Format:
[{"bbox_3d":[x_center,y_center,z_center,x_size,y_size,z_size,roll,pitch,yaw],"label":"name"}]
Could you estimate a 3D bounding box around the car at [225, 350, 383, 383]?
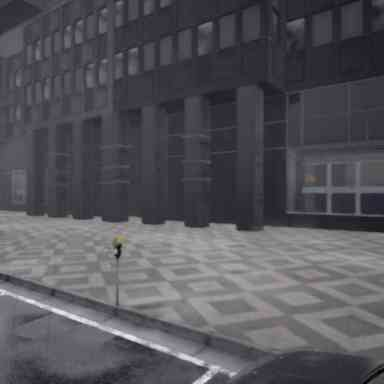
[{"bbox_3d":[2.028,1.558,1.500,4.403,1.369,2.008,0,0,36],"label":"car"}]
